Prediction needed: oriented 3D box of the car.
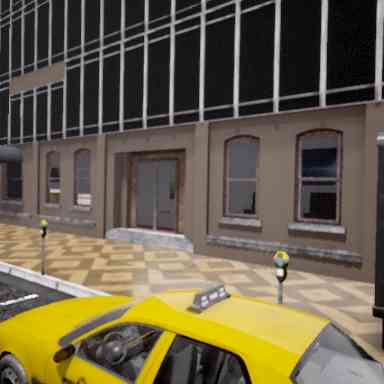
[{"bbox_3d":[-0.077,1.486,2.936,4.829,1.417,1.752,2,1,36],"label":"car"}]
